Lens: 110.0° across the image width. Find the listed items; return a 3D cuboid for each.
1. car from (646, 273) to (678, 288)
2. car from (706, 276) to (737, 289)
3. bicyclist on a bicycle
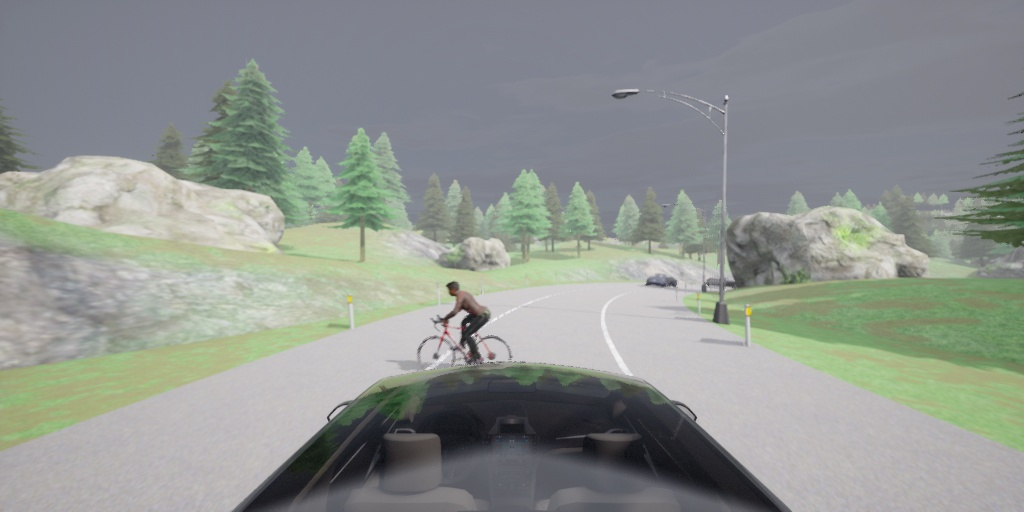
[{"bbox_3d":[15.717,2.540,37.417,1.994,1.385,4.181,2,-1,45],"label":"car"},{"bbox_3d":[27.045,3.413,46.244,4.902,1.511,2.128,5,-1,-31],"label":"car"},{"bbox_3d":[-0.830,1.244,6.097,1.656,1.620,0.582,-2,-1,6],"label":"bicyclist on a bicycle"}]
